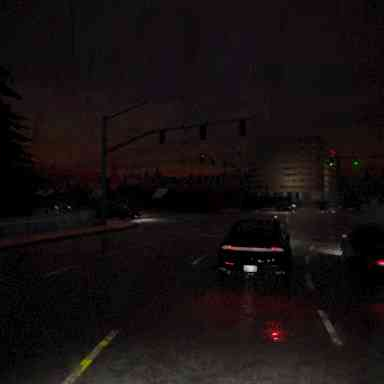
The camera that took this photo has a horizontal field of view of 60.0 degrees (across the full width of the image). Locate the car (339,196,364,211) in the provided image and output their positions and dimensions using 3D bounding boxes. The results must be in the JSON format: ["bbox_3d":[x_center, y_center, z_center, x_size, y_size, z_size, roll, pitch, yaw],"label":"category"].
[{"bbox_3d":[23.124,1.625,48.221,2.150,2.045,5.566,0,-1,30],"label":"car"}]

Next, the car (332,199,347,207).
[{"bbox_3d":[29.175,2.085,65.547,2.033,1.411,5.357,0,-1,31],"label":"car"}]

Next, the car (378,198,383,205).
[{"bbox_3d":[44.534,2.198,77.764,2.033,1.411,5.357,0,-1,31],"label":"car"}]

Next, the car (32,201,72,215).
[{"bbox_3d":[-15.417,1.676,36.503,4.553,1.767,2.097,0,-1,31],"label":"car"}]

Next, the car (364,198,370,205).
[{"bbox_3d":[40.502,2.132,77.822,1.882,1.535,5.008,0,-1,31],"label":"car"}]

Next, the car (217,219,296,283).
[{"bbox_3d":[2.047,1.575,10.084,2.128,1.511,4.902,0,0,16],"label":"car"}]

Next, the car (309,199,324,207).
[{"bbox_3d":[23.810,2.048,63.372,1.812,1.442,4.674,0,-1,31],"label":"car"}]

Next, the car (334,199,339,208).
[{"bbox_3d":[23.687,1.959,56.397,2.128,1.511,4.902,0,-1,31],"label":"car"}]

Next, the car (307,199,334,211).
[{"bbox_3d":[18.379,1.940,47.487,2.033,1.411,5.357,0,-1,31],"label":"car"}]

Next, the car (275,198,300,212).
[{"bbox_3d":[12.652,1.869,44.700,1.837,1.490,4.892,0,-1,31],"label":"car"}]

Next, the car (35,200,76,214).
[{"bbox_3d":[-17.086,1.854,41.589,4.902,1.511,2.128,0,-1,31],"label":"car"}]

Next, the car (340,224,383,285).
[{"bbox_3d":[5.510,1.629,9.462,2.033,1.411,5.357,0,0,17],"label":"car"}]

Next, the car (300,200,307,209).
[{"bbox_3d":[17.279,1.956,52.475,1.812,1.442,4.674,0,-1,31],"label":"car"}]

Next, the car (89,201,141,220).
[{"bbox_3d":[-7.376,1.843,31.663,5.357,1.411,2.033,0,-1,31],"label":"car"}]
